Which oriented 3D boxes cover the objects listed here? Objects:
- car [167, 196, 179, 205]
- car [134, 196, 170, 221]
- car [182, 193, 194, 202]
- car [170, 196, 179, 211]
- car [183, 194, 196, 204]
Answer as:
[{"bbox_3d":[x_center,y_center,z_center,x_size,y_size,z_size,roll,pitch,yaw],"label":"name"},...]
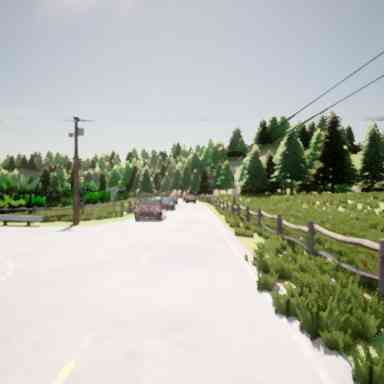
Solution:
[{"bbox_3d":[-3.264,1.437,58.574,1.882,1.535,5.008,0,0,-2],"label":"car"},{"bbox_3d":[-3.284,1.333,26.850,2.097,1.767,4.553,0,0,2],"label":"car"},{"bbox_3d":[-0.908,1.137,72.883,2.097,1.767,4.553,0,0,-6],"label":"car"},{"bbox_3d":[-3.098,1.324,40.338,2.097,1.767,4.553,0,0,0],"label":"car"},{"bbox_3d":[-0.228,1.461,62.857,1.837,1.490,4.892,0,0,-4],"label":"car"}]
